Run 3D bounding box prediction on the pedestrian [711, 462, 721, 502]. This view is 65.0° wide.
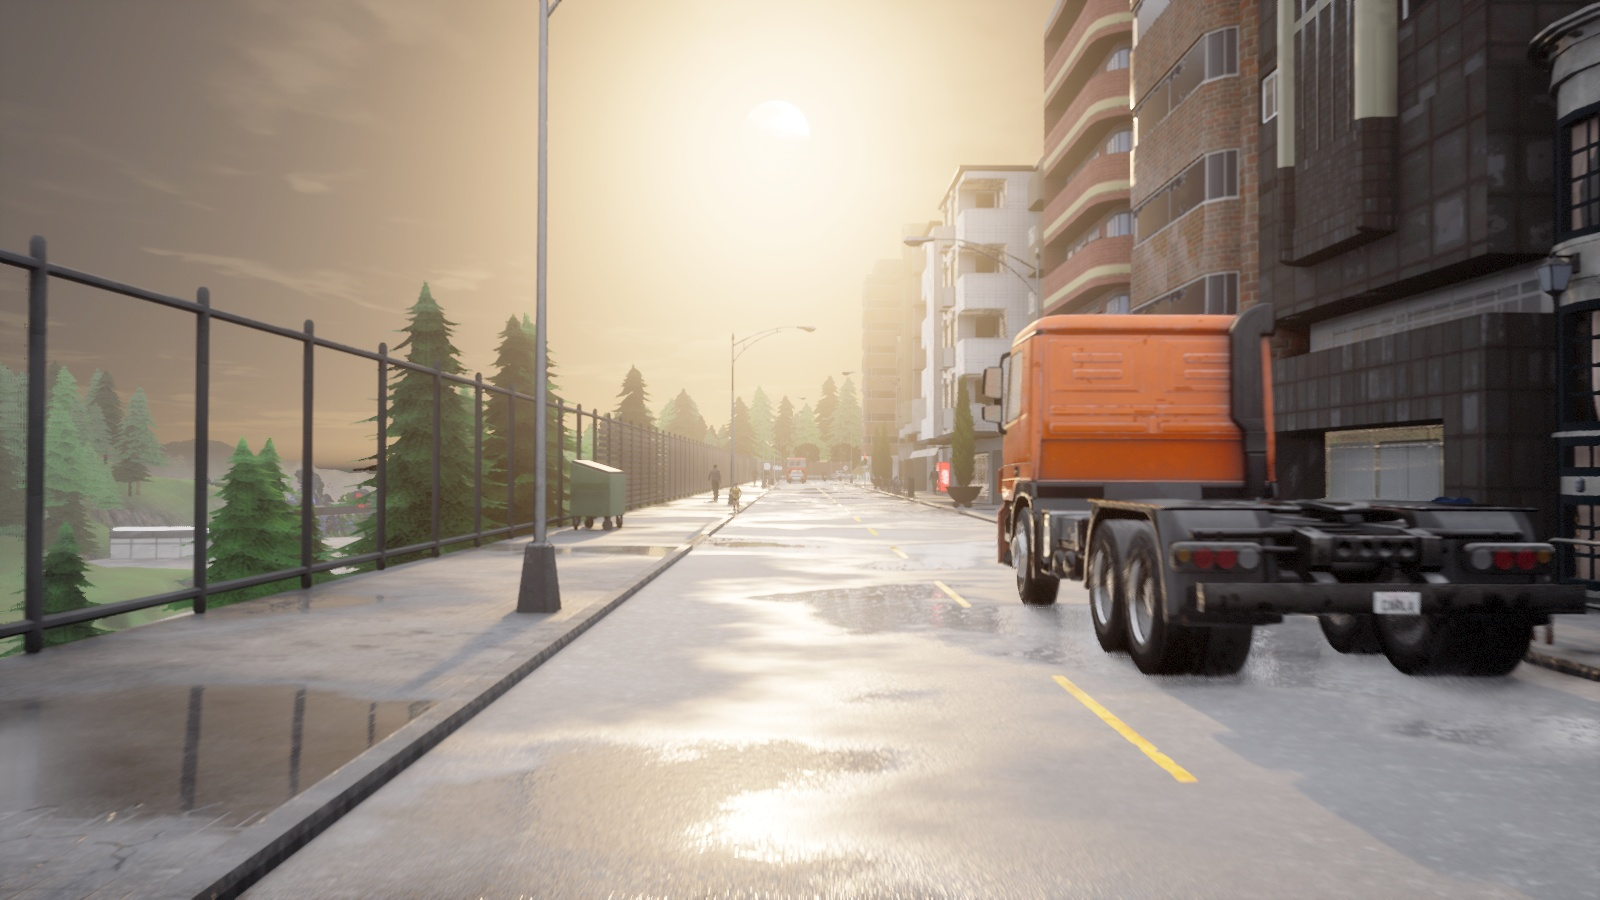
[{"bbox_3d":[-4.121,1.577,61.900,0.423,1.949,0.788,0,-1,0],"label":"pedestrian"}]

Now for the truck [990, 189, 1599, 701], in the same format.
[{"bbox_3d":[3.961,0.026,12.487,2.891,3.462,7.936,0,-1,0],"label":"truck"}]

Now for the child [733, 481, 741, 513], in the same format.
[{"bbox_3d":[-2.202,1.648,43.861,0.255,1.110,0.394,0,-1,-5],"label":"child"}]
